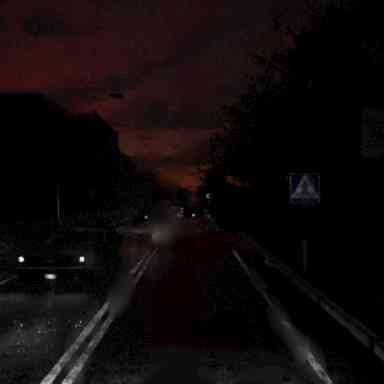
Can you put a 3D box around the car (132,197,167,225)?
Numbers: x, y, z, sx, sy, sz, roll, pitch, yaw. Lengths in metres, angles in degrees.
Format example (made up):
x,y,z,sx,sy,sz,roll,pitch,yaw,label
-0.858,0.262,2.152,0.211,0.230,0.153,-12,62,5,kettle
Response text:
x,y,z,sx,sy,sz,roll,pitch,yaw,label
-3.219,1.452,26.295,2.150,2.045,5.566,0,-1,0,car

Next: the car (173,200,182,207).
x,y,z,sx,sy,sz,roll,pitch,yaw,label
-2.811,2.389,69.451,1.812,1.442,4.674,0,-1,1,car

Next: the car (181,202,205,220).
x,y,z,sx,sy,sz,roll,pitch,yaw,label
0.150,1.784,31.706,1.837,1.490,4.892,0,0,1,car

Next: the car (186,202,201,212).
x,y,z,sx,sy,sz,roll,pitch,yaw,label
0.277,2.023,45.387,1.895,1.301,4.718,0,-1,1,car

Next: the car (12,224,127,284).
x,y,z,sx,sy,sz,roll,pitch,yaw,label
-3.313,1.689,10.011,1.895,1.301,4.718,0,0,0,car
